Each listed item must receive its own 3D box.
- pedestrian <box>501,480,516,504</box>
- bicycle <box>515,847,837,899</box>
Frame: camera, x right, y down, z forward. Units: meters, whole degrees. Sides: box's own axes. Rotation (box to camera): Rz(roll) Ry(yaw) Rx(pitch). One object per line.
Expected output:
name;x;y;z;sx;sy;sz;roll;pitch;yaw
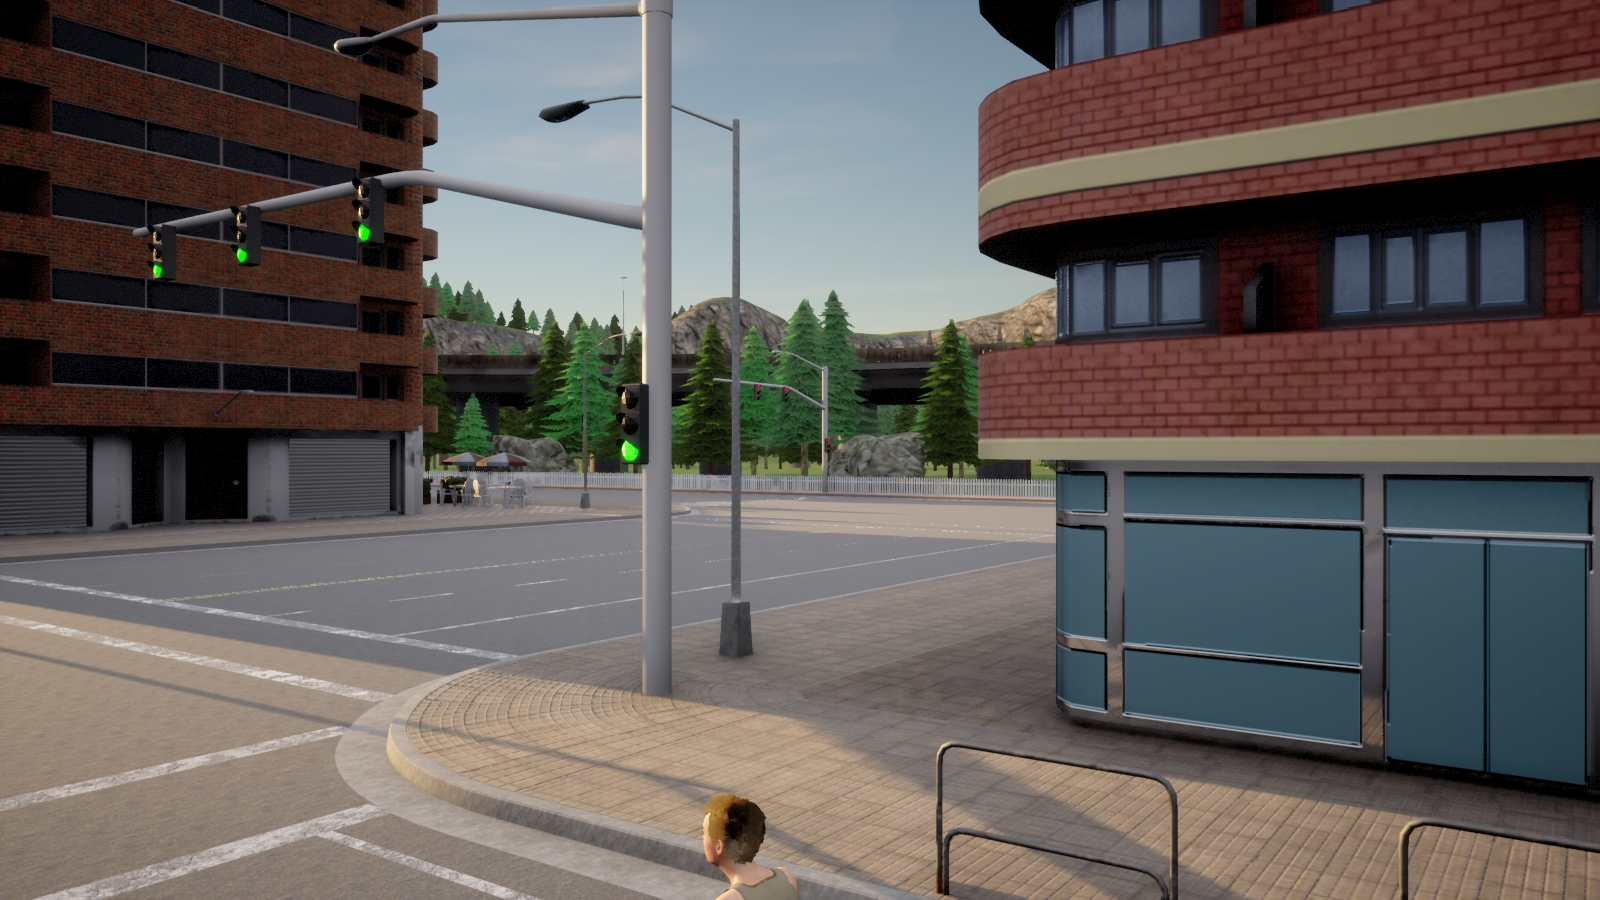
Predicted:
pedestrian;-14.071;2.019;55.196;0.500;1.100;0.500;0;0;45
bicycle;-0.301;2.233;4.022;1.487;1.126;0.859;0;0;35
